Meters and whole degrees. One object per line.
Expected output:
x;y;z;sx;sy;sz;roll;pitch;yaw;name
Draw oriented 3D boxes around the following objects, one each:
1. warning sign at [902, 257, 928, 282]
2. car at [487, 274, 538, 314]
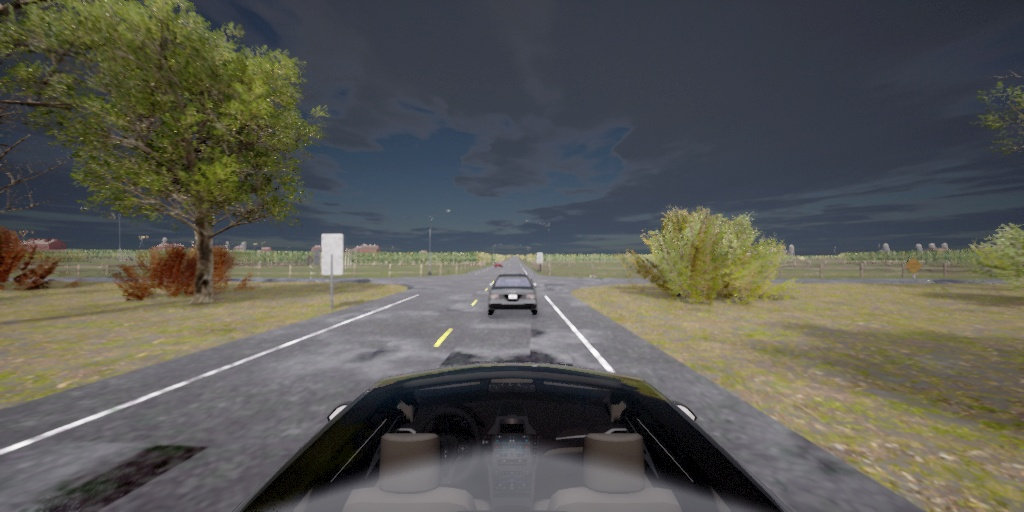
30.796;1.012;27.453;1.060;1.860;1.300;0;0;5;warning sign
0.037;1.416;14.371;2.033;1.411;5.357;0;-1;0;car
